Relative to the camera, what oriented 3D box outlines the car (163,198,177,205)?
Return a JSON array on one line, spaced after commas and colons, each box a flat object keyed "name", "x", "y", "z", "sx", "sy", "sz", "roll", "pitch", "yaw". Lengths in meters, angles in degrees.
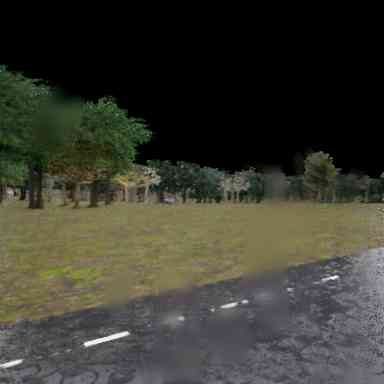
[{"name": "car", "x": -5.432, "y": 2.377, "z": 83.243, "sx": 2.097, "sy": 1.767, "sz": 4.553, "roll": 2, "pitch": -2, "yaw": -29}]
